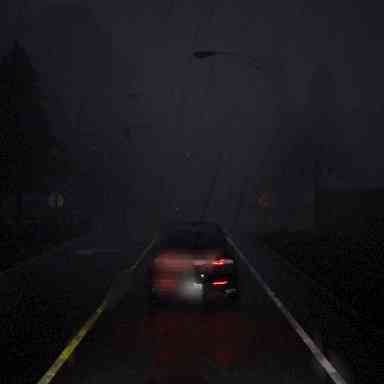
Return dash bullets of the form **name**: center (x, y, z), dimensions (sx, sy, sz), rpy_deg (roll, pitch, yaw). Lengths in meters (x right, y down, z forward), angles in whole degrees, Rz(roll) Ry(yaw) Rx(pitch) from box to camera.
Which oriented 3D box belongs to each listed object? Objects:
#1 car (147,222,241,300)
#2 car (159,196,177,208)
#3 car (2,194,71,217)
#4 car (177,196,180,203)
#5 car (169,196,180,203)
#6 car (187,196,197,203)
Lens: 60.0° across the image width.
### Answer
- **car**: center (0.055, 1.492, 8.361), dimensions (2.128, 1.511, 4.902), rpy_deg (0, 0, 0)
- **car**: center (-3.584, 1.547, 47.364), dimensions (2.033, 1.411, 5.357), rpy_deg (0, 0, 0)
- **car**: center (-13.690, 1.238, 29.523), dimensions (5.566, 2.045, 2.150), rpy_deg (0, 0, -1)
- **car**: center (-3.568, 1.478, 57.331), dimensions (1.882, 1.535, 5.008), rpy_deg (0, 0, 0)
- **car**: center (-3.508, 1.505, 67.617), dimensions (1.837, 1.490, 4.892), rpy_deg (0, 0, 0)
- **car**: center (0.011, 1.491, 69.592), dimensions (2.128, 1.511, 4.902), rpy_deg (0, 0, 0)
